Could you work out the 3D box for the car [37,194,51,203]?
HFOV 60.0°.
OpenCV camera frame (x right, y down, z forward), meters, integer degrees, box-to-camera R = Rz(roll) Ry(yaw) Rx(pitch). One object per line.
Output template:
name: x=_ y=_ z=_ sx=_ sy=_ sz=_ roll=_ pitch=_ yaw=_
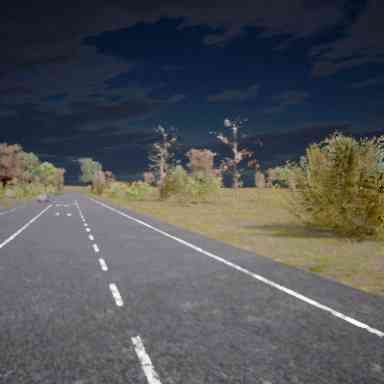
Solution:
car: x=-25.836 y=1.131 z=57.803 sx=1.812 sy=1.442 sz=4.674 roll=-1 pitch=1 yaw=-20
